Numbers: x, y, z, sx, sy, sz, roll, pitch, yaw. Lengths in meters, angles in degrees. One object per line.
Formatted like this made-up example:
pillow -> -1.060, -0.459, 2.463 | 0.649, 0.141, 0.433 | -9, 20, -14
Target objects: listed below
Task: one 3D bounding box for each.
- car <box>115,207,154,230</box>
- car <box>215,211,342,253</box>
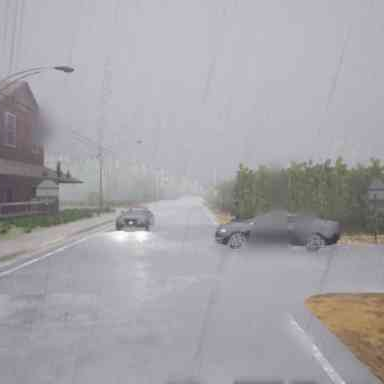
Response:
car -> -3.586, 1.641, 21.508 | 1.994, 1.385, 4.181 | 0, 0, 0
car -> 3.412, 1.542, 13.543 | 4.902, 1.511, 2.128 | 0, 0, 11
